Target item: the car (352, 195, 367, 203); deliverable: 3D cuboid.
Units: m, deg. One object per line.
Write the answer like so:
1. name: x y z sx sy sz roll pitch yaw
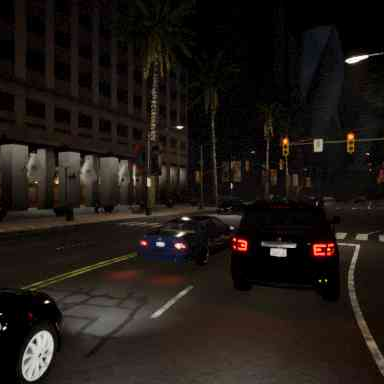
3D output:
1. car: 34.872 1.595 68.781 1.895 1.301 4.718 0 0 29

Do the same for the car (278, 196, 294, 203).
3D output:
1. car: 19.633 1.513 69.440 2.161 1.482 4.786 0 0 28

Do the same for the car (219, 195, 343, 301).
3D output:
1. car: 2.613 1.221 8.701 2.150 2.045 5.566 0 0 22

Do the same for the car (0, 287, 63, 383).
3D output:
1. car: -2.896 1.505 2.552 1.837 1.490 4.892 0 0 9

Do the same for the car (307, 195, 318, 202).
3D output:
1. car: 28.876 1.524 79.676 1.812 1.442 4.674 0 0 29

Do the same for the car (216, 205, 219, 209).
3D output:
1. car: 4.116 1.505 34.511 1.837 1.490 4.892 0 0 29

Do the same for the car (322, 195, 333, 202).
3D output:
1. car: 31.711 1.524 77.569 1.812 1.442 4.674 0 0 29

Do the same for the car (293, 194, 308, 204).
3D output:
1. car: 21.698 1.355 66.562 2.097 1.767 4.553 0 0 29

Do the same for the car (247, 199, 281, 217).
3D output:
1. car: 7.189 1.477 32.835 1.882 1.535 5.008 0 0 29

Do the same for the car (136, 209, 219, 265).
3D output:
1. car: 0.188 1.547 11.790 2.033 1.411 5.357 0 0 26

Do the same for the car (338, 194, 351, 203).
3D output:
1. car: 32.402 1.355 71.567 2.097 1.767 4.553 0 0 29

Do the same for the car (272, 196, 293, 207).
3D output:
1. car: 14.767 1.491 54.026 2.128 1.511 4.902 0 0 29

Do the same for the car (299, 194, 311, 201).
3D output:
1. car: 30.191 1.354 88.663 2.185 1.767 4.553 0 0 28
